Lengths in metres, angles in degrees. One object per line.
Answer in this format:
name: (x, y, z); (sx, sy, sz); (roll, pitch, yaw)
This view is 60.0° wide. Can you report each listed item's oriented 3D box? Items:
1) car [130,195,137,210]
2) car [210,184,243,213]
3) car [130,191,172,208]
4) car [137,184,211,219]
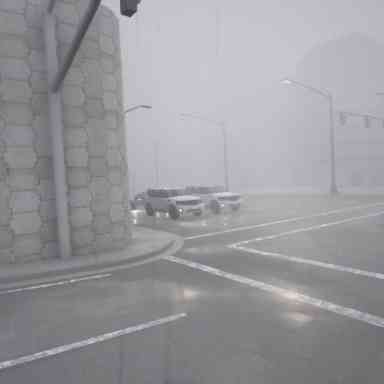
car: (-6.872, 1.002, 31.325); (1.994, 1.385, 4.181); (-5, 3, -35)
car: (1.395, 0.427, 25.648); (2.150, 2.045, 5.566); (-5, 3, -35)
car: (-4.221, 0.694, 33.624); (2.128, 1.511, 4.902); (-5, 3, -35)
car: (-1.451, 0.662, 23.624); (2.150, 2.045, 5.566); (-5, 3, -35)
